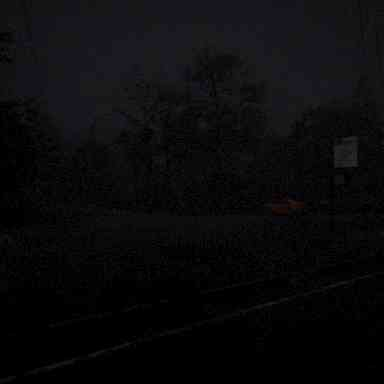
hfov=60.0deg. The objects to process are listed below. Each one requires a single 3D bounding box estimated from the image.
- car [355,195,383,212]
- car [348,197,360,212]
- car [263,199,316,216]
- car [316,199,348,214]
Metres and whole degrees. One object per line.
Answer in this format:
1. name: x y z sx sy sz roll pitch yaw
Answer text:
1. car: 20.673 1.436 41.199 2.185 1.767 4.553 1 0 -36
2. car: 16.118 1.558 37.993 2.002 1.452 4.674 0 0 -35
3. car: 9.317 1.476 33.140 2.097 1.535 5.008 0 0 -35
4. car: 13.847 1.500 36.378 2.097 1.535 5.008 0 0 -35
